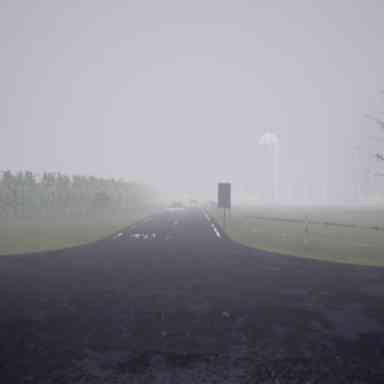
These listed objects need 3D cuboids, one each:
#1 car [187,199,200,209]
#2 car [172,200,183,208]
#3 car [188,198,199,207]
[{"bbox_3d":[0.255,1.888,52.587,1.882,1.535,5.008,0,0,0],"label":"car"},{"bbox_3d":[-2.473,2.053,57.167,1.895,1.301,4.718,0,-1,0],"label":"car"},{"bbox_3d":[0.303,1.993,63.006,2.128,1.511,4.902,0,-1,0],"label":"car"}]
